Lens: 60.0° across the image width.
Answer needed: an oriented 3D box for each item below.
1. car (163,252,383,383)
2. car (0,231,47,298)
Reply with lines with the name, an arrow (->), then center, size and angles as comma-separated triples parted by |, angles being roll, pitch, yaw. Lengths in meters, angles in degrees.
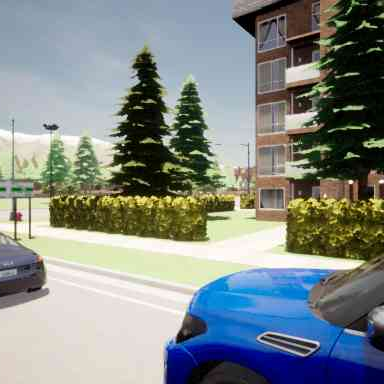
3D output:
car -> 2.377, 1.221, 2.293 | 5.566, 2.045, 2.150 | 0, 0, 36
car -> -5.238, 1.564, 7.698 | 4.181, 1.385, 1.994 | 0, 0, 36
